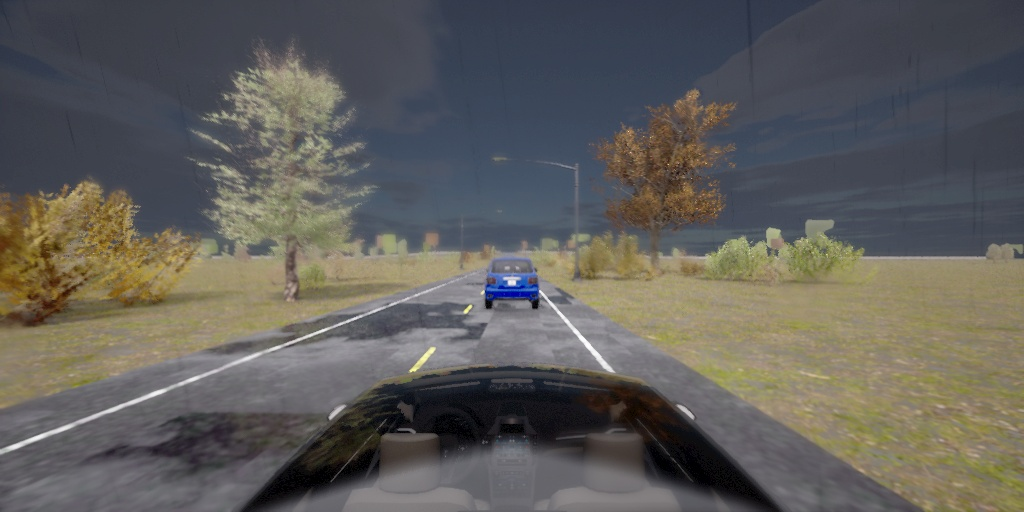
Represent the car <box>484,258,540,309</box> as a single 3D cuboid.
[{"bbox_3d":[0.001,1.096,15.854,2.150,2.045,5.566,0,0,0],"label":"car"}]
